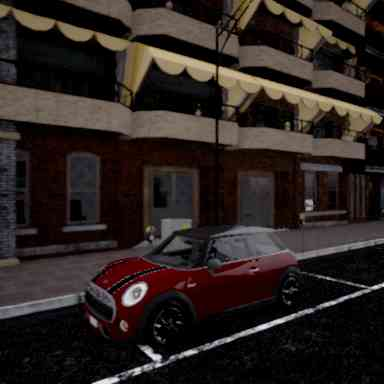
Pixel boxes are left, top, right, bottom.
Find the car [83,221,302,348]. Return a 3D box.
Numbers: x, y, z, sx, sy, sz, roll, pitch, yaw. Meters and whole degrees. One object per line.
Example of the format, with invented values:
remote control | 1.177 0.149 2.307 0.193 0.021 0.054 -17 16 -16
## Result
car | 0.137 1.418 6.190 4.097 1.590 1.967 0 1 -35
